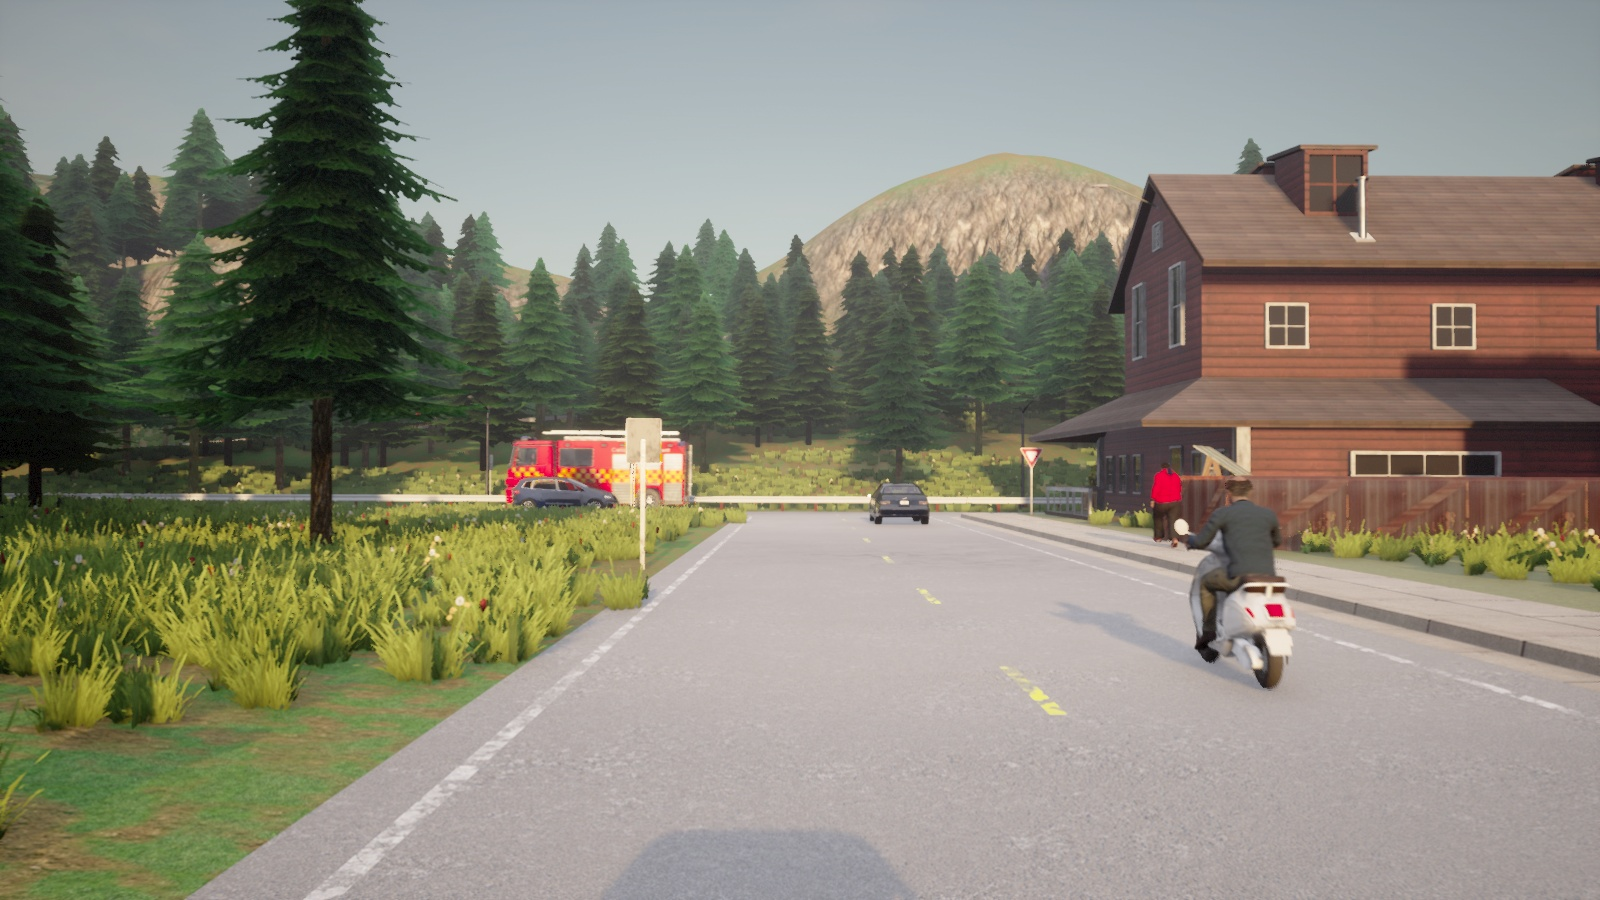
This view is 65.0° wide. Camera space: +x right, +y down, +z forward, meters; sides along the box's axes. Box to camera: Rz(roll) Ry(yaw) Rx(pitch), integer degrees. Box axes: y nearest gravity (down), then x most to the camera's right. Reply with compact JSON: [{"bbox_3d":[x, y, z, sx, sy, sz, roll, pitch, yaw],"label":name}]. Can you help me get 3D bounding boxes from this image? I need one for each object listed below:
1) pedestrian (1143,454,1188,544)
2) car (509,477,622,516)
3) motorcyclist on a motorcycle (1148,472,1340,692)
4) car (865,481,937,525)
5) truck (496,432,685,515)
[{"bbox_3d":[7.577,1.005,26.072,0.634,1.844,0.899,0,-1,-1],"label":"pedestrian"},{"bbox_3d":[-10.411,2.045,55.940,4.611,1.667,2.242,0,-1,0],"label":"car"},{"bbox_3d":[3.477,0.977,10.036,0.866,1.590,1.817,0,-1,0],"label":"motorcyclist on a motorcycle"},{"bbox_3d":[3.391,1.780,43.157,2.033,1.411,5.357,0,-1,0],"label":"car"},{"bbox_3d":[-9.807,1.111,59.464,8.468,3.827,2.891,0,-1,0],"label":"truck"}]
